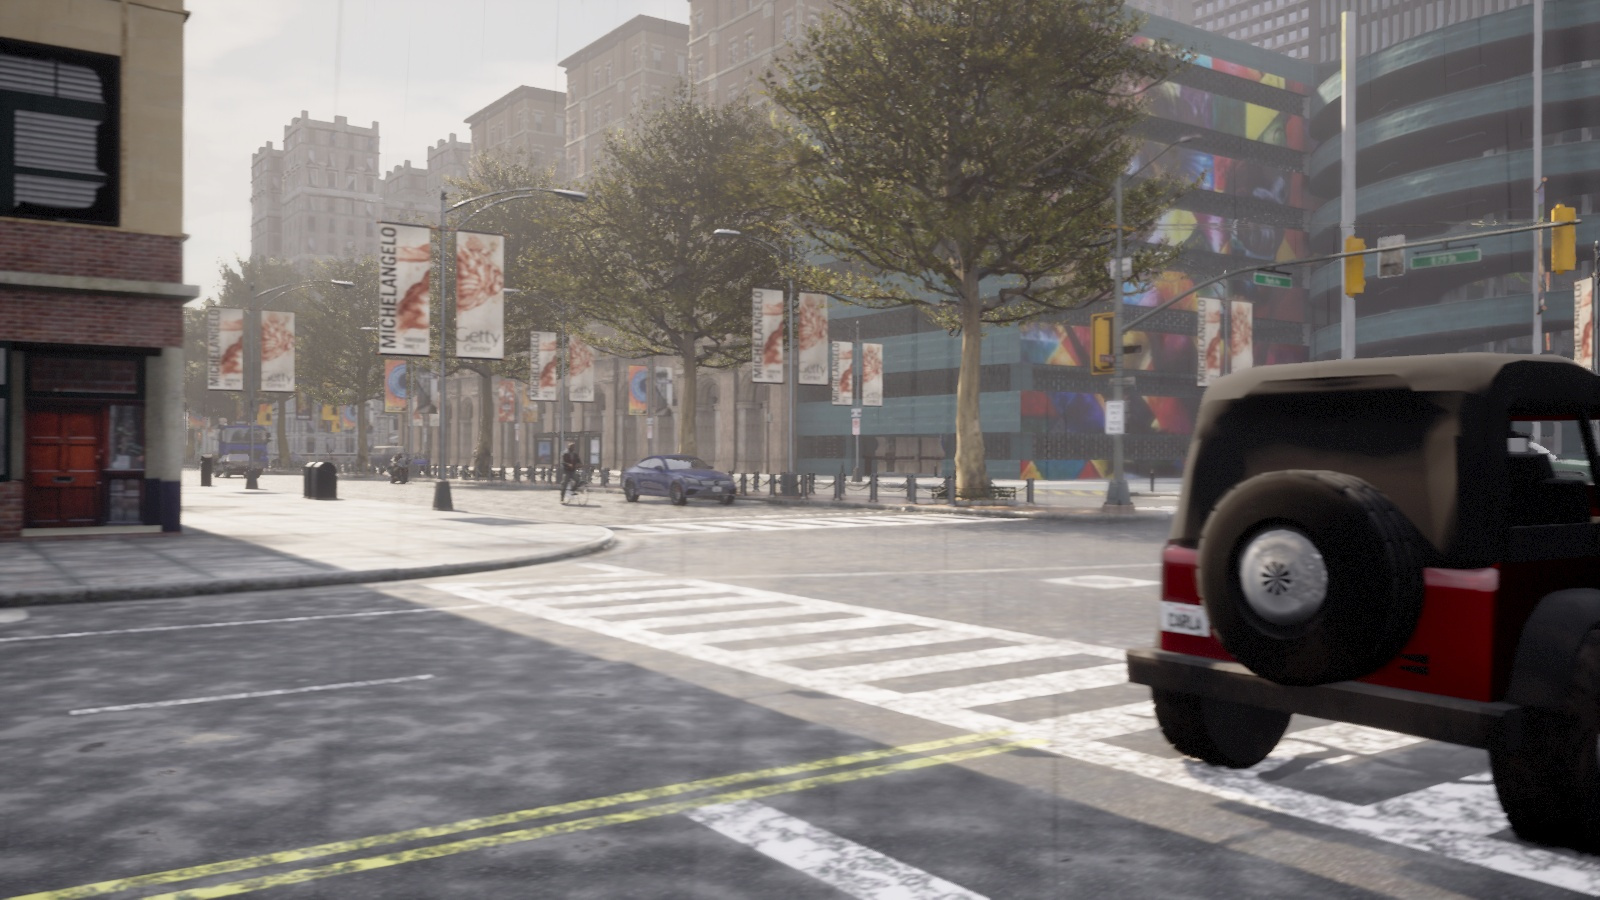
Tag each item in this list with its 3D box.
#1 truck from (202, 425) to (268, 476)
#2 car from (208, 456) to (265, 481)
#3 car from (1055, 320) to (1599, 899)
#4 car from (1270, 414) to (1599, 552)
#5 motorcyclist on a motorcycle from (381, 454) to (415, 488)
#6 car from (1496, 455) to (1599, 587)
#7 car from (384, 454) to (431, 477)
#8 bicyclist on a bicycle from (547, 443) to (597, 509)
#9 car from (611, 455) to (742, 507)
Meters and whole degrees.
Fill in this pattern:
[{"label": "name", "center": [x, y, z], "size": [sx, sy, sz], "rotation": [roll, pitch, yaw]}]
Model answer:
[{"label": "truck", "center": [-40.328, 0.068, 89.468], "size": [2.891, 3.462, 7.936], "rotation": [0, 0, -35]}, {"label": "car", "center": [-32.382, 1.038, 72.060], "size": [2.033, 1.411, 5.357], "rotation": [0, 0, -35]}, {"label": "car", "center": [3.273, 0.545, 5.945], "size": [3.866, 1.878, 1.905], "rotation": [1, -1, -35]}, {"label": "car", "center": [10.724, 0.492, 20.380], "size": [5.566, 2.045, 2.150], "rotation": [0, 0, 28]}, {"label": "motorcyclist on a motorcycle", "center": [-18.866, 0.965, 58.898], "size": [0.866, 1.530, 2.191], "rotation": [0, 0, -35]}, {"label": "car", "center": [10.575, 0.786, 15.284], "size": [4.674, 1.442, 1.812], "rotation": [0, 0, -35]}, {"label": "car", "center": [-25.928, 1.017, 82.881], "size": [1.816, 1.474, 4.193], "rotation": [0, 0, -35]}, {"label": "bicyclist on a bicycle", "center": [-6.377, 0.715, 35.061], "size": [0.659, 1.776, 1.843], "rotation": [0, 0, -35]}, {"label": "car", "center": [-3.748, 0.871, 37.364], "size": [1.812, 1.442, 4.674], "rotation": [0, 0, -35]}]
